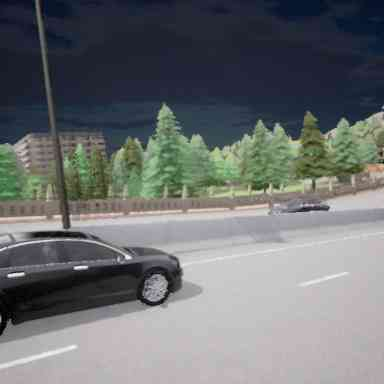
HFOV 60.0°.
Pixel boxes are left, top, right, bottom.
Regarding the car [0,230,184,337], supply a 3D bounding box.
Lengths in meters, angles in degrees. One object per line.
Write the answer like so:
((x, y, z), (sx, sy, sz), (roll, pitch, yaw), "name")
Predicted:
((-2.422, 1.492, 6.318), (4.892, 1.490, 1.837), (0, 0, -35), "car")

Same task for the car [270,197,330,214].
((7.147, 1.095, 21.865), (4.892, 1.490, 1.837), (0, 0, -35), "car")
